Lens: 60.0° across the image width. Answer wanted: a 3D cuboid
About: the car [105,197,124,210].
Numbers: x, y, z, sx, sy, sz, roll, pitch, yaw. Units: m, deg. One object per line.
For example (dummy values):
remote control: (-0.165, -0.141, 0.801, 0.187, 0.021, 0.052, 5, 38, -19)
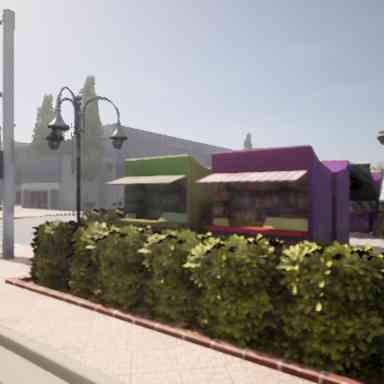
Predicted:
car: (-5.315, 1.207, 30.765, 2.150, 2.045, 5.566, 0, 0, 37)
